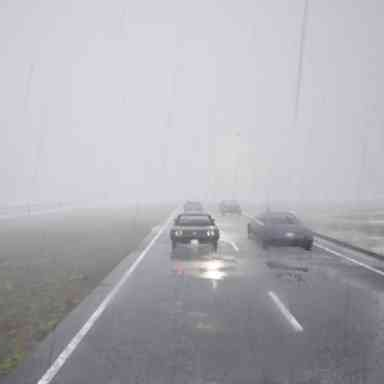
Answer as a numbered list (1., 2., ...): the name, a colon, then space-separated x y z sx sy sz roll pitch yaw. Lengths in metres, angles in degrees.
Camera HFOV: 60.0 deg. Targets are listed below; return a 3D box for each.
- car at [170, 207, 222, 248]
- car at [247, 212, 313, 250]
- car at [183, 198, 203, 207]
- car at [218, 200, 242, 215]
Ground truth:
1. car: 0.104 1.581 14.752 1.895 1.301 4.718 0 0 0
2. car: 3.605 1.545 14.281 1.994 1.385 4.181 0 0 0
3. car: 0.111 1.410 34.908 2.128 1.511 4.902 0 0 0
4. car: 3.611 1.474 32.269 2.033 1.411 5.357 0 0 0
